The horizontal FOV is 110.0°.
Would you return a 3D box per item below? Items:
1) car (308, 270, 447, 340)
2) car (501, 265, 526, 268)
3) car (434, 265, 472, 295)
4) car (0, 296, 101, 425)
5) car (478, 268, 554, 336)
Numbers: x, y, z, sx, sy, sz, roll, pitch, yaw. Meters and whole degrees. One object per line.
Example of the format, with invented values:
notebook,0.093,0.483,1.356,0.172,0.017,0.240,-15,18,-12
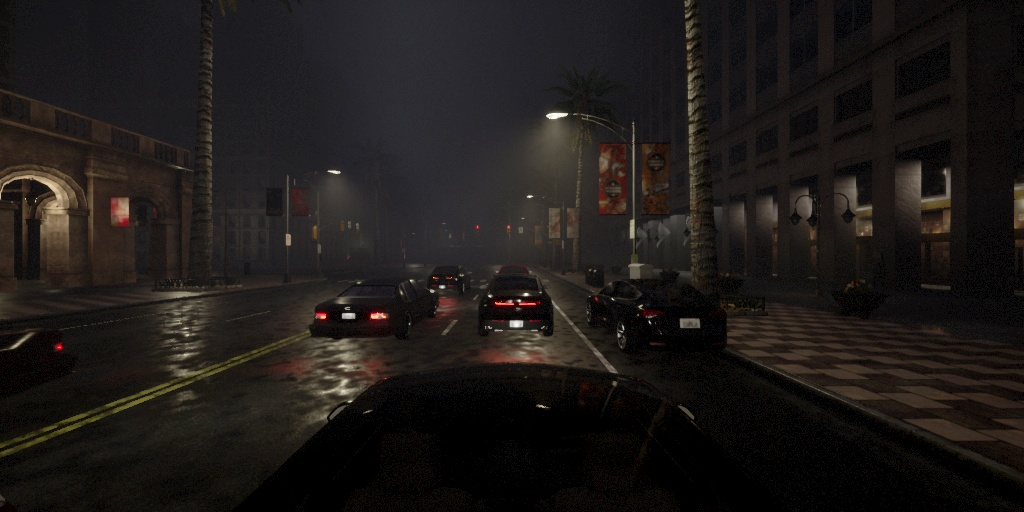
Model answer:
car,-3.399,1.297,9.987,2.033,1.411,5.357,0,0,0
car,0.100,1.228,19.819,1.882,1.535,5.008,0,0,0
car,-3.395,1.255,19.876,1.837,1.490,4.892,0,0,0
car,-7.103,1.298,2.629,2.033,1.411,5.357,0,0,0
car,0.091,1.254,10.369,1.837,1.490,4.892,0,0,0
